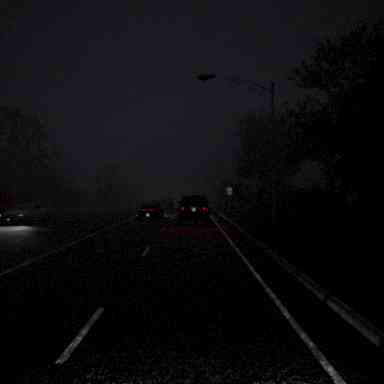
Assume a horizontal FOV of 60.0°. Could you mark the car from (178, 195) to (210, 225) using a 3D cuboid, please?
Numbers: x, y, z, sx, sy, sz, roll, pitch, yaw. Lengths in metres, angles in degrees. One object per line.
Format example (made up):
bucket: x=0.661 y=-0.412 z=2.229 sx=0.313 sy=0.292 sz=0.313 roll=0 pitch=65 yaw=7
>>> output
car: x=0.126 y=1.232 z=24.211 sx=2.150 sy=2.045 sz=5.566 roll=0 pitch=0 yaw=0

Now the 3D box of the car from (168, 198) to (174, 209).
car: x=-3.388 y=1.499 z=44.492 sx=2.128 sy=1.511 sz=4.902 roll=0 pitch=0 yaw=0

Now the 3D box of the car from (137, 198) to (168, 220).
car: x=-3.415 y=1.515 z=28.225 sx=1.837 sy=1.490 sz=4.892 roll=0 pitch=1 yaw=0

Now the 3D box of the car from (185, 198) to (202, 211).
car: x=0.135 y=1.553 z=42.746 sx=2.033 sy=1.411 sz=5.357 roll=0 pitch=0 yaw=0

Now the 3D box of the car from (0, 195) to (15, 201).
car: x=-15.495 y=1.232 z=25.229 sx=2.150 sy=2.045 sz=5.566 roll=0 pitch=0 yaw=0

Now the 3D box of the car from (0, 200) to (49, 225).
car: x=-12.010 y=1.533 z=24.102 sx=1.812 sy=1.442 sz=4.674 roll=0 pitch=0 yaw=1
